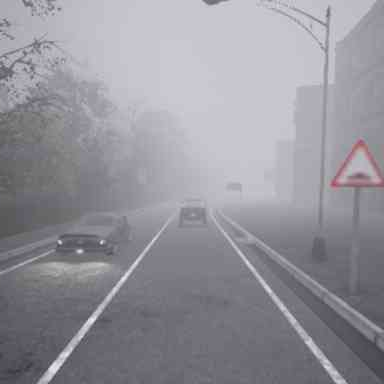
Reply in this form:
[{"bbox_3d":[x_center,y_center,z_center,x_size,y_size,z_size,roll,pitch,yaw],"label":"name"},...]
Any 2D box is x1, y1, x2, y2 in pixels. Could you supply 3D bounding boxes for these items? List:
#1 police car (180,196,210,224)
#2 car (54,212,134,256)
[{"bbox_3d":[0.111,1.366,24.753,1.930,1.638,5.238,0,0,1],"label":"police car"},{"bbox_3d":[-3.600,1.523,13.326,2.033,1.411,5.357,0,0,0],"label":"car"}]
